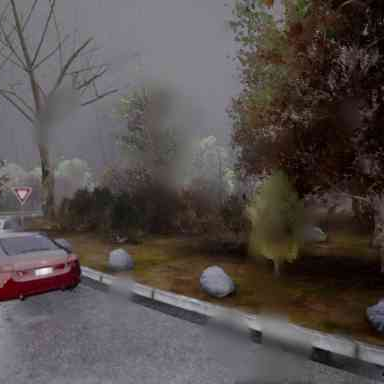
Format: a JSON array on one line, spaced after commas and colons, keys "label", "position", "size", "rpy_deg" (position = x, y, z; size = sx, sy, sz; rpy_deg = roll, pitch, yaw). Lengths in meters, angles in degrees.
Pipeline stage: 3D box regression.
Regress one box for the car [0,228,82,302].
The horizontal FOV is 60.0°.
[{"label": "car", "position": [-4.455, 1.591, 8.076], "size": [4.181, 1.385, 1.994], "rpy_deg": [-1, 0, 43]}]
